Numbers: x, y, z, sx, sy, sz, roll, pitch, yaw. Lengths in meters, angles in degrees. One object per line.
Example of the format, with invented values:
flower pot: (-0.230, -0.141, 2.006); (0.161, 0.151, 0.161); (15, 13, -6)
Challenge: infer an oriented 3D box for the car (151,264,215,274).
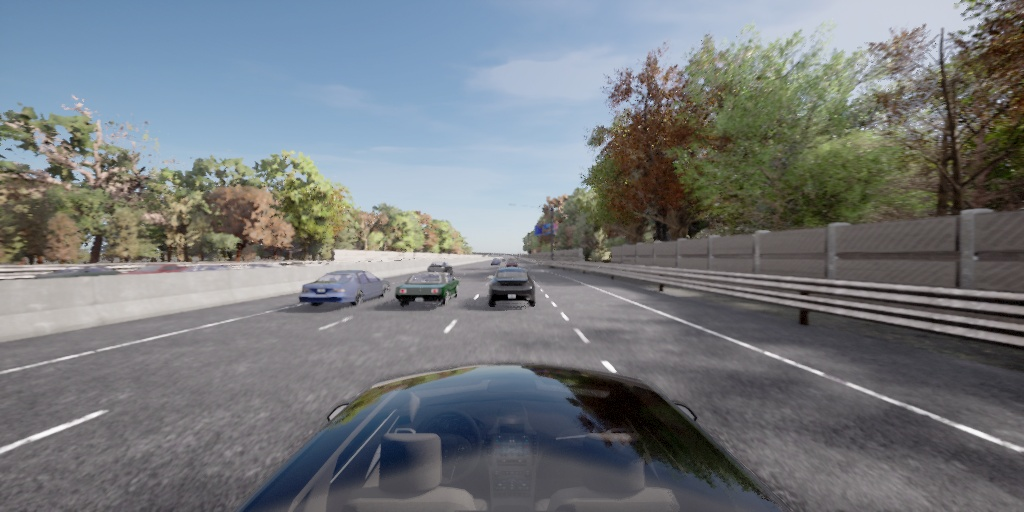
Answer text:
car: (-21.091, 1.321, 24.784); (2.033, 1.411, 5.357); (0, 0, 0)

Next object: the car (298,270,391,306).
car: (-7.005, 1.312, 15.662); (2.033, 1.411, 5.357); (0, 0, 0)

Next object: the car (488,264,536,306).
car: (-0.002, 1.272, 15.965); (1.837, 1.490, 4.892); (0, 0, 0)

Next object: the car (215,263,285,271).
car: (-17.589, 1.265, 25.141); (2.128, 1.511, 4.902); (0, 0, 0)

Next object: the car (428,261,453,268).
car: (-7.006, 1.277, 35.277); (2.128, 1.511, 4.902); (0, 0, 0)

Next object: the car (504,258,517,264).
car: (-0.006, 1.414, 61.367); (1.895, 1.301, 4.718); (0, 0, 0)

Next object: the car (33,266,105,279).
car: (-28.081, 1.336, 23.394); (1.994, 1.385, 4.181); (0, 0, 0)

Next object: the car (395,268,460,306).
car: (-3.500, 1.366, 15.787); (1.895, 1.301, 4.718); (0, 0, 0)

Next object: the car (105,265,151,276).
car: (-24.586, 1.299, 24.954); (1.812, 1.442, 4.674); (0, 0, 0)
